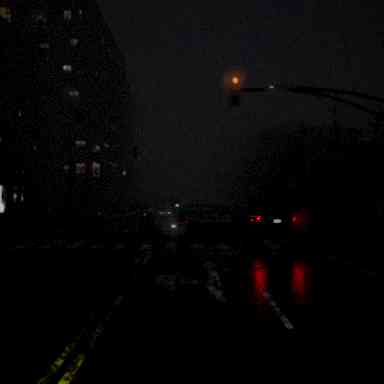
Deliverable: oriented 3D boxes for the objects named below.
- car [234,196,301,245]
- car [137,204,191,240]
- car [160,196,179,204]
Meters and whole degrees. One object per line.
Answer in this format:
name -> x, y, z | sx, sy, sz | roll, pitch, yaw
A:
car -> 3.309, 1.202, 15.543 | 2.150, 2.045, 5.566 | 0, 0, 0
car -> -1.504, 1.552, 17.117 | 1.994, 1.385, 4.181 | 0, 0, -19
car -> -3.400, 1.438, 46.906 | 2.128, 1.511, 4.902 | 0, 0, 0
